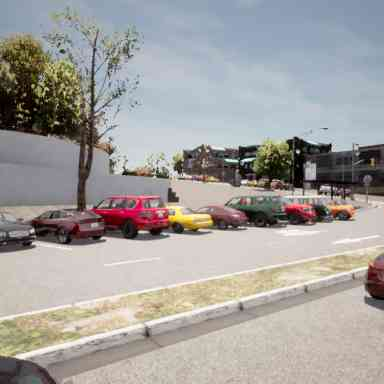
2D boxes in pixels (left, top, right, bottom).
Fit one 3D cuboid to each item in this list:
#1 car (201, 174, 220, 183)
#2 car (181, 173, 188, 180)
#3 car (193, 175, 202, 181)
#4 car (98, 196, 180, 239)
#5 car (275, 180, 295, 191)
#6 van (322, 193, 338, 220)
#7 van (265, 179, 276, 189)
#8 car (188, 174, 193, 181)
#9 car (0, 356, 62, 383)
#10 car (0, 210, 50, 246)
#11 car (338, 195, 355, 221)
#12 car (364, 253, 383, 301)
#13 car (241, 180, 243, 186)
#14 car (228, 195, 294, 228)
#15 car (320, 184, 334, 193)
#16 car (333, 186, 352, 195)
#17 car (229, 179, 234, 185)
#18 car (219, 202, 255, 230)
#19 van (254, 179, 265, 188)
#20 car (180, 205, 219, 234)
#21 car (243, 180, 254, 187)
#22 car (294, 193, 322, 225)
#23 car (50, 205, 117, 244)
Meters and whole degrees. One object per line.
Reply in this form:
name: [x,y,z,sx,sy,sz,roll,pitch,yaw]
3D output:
car: [5.360,-3.175,86.127,1.946,1.575,5.366,7,3,34]
car: [-0.014,-4.084,93.323,2.185,1.767,4.553,4,1,33]
car: [3.509,-3.698,88.386,2.435,2.045,5.566,7,3,34]
car: [-3.718,1.248,17.582,5.566,2.045,2.435,-1,-1,35]
car: [19.097,-0.992,66.266,2.231,1.521,4.892,7,3,35]
van: [8.690,1.297,26.167,4.442,1.987,1.878,-1,-1,35]
van: [17.338,-1.490,68.628,1.878,1.987,4.442,7,4,35]
car: [1.716,-3.849,90.853,2.185,1.767,4.553,6,3,34]
car: [-2.853,1.503,1.098,4.892,1.490,1.837,0,0,-35]
car: [-8.583,1.493,14.092,4.892,1.521,2.231,-1,-1,35]
car: [11.099,1.404,27.917,4.553,1.767,2.185,-1,-1,35]
car: [5.588,1.574,7.121,4.181,1.385,1.994,0,0,-34]
car: [12.205,-2.043,76.153,2.002,1.452,4.674,7,4,35]
car: [3.637,1.263,22.793,5.566,2.045,2.435,-1,-1,35]
car: [24.306,-0.426,58.879,2.435,2.045,5.566,7,3,35]
car: [25.996,0.137,56.406,2.002,1.452,4.674,7,3,35]
car: [10.463,-2.316,78.615,2.002,1.452,4.674,7,3,35]
car: [1.209,1.549,21.036,4.674,1.452,2.002,-1,-1,35]
van: [15.610,-1.763,71.100,1.878,1.987,4.442,7,4,35]
car: [-1.398,1.503,19.409,5.366,1.575,1.946,-1,-1,35]
car: [14.036,-1.811,73.832,1.946,1.575,5.366,7,3,35]
car: [6.151,1.267,24.498,5.566,2.045,2.435,-1,-1,35]
car: [-6.163,1.524,15.838,4.792,1.488,2.163,-1,-1,35]
